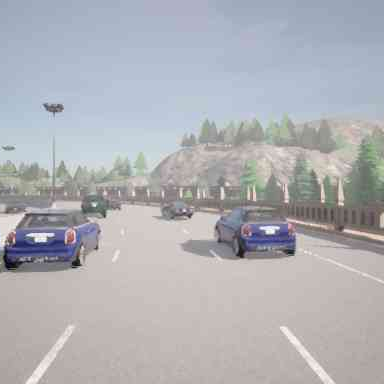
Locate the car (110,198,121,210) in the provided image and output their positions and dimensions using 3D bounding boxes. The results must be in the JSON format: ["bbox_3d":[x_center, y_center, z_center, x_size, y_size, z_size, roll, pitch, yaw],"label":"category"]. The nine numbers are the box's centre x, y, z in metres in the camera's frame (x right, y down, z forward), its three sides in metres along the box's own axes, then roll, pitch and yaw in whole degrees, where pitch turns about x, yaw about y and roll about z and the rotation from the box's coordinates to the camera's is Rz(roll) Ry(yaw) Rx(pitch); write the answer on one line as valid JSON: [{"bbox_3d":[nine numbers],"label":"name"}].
[{"bbox_3d":[-10.390,1.558,42.617,2.128,1.511,4.902,0,0,-25],"label":"car"}]

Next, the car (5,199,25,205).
[{"bbox_3d":[-19.381,1.602,36.706,1.837,1.490,4.892,0,0,-26],"label":"car"}]

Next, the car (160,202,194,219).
[{"bbox_3d":[-1.403,1.568,29.529,2.033,1.411,5.357,0,0,-18],"label":"car"}]

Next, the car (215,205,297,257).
[{"bbox_3d":[2.315,1.353,13.240,2.097,1.767,4.553,0,0,-8],"label":"car"}]

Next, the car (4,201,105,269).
[{"bbox_3d":[-4.488,1.357,11.416,2.097,1.767,4.553,0,0,-7],"label":"car"}]

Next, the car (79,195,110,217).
[{"bbox_3d":[-9.235,1.264,30.952,2.150,2.045,5.566,0,0,-19],"label":"car"}]
